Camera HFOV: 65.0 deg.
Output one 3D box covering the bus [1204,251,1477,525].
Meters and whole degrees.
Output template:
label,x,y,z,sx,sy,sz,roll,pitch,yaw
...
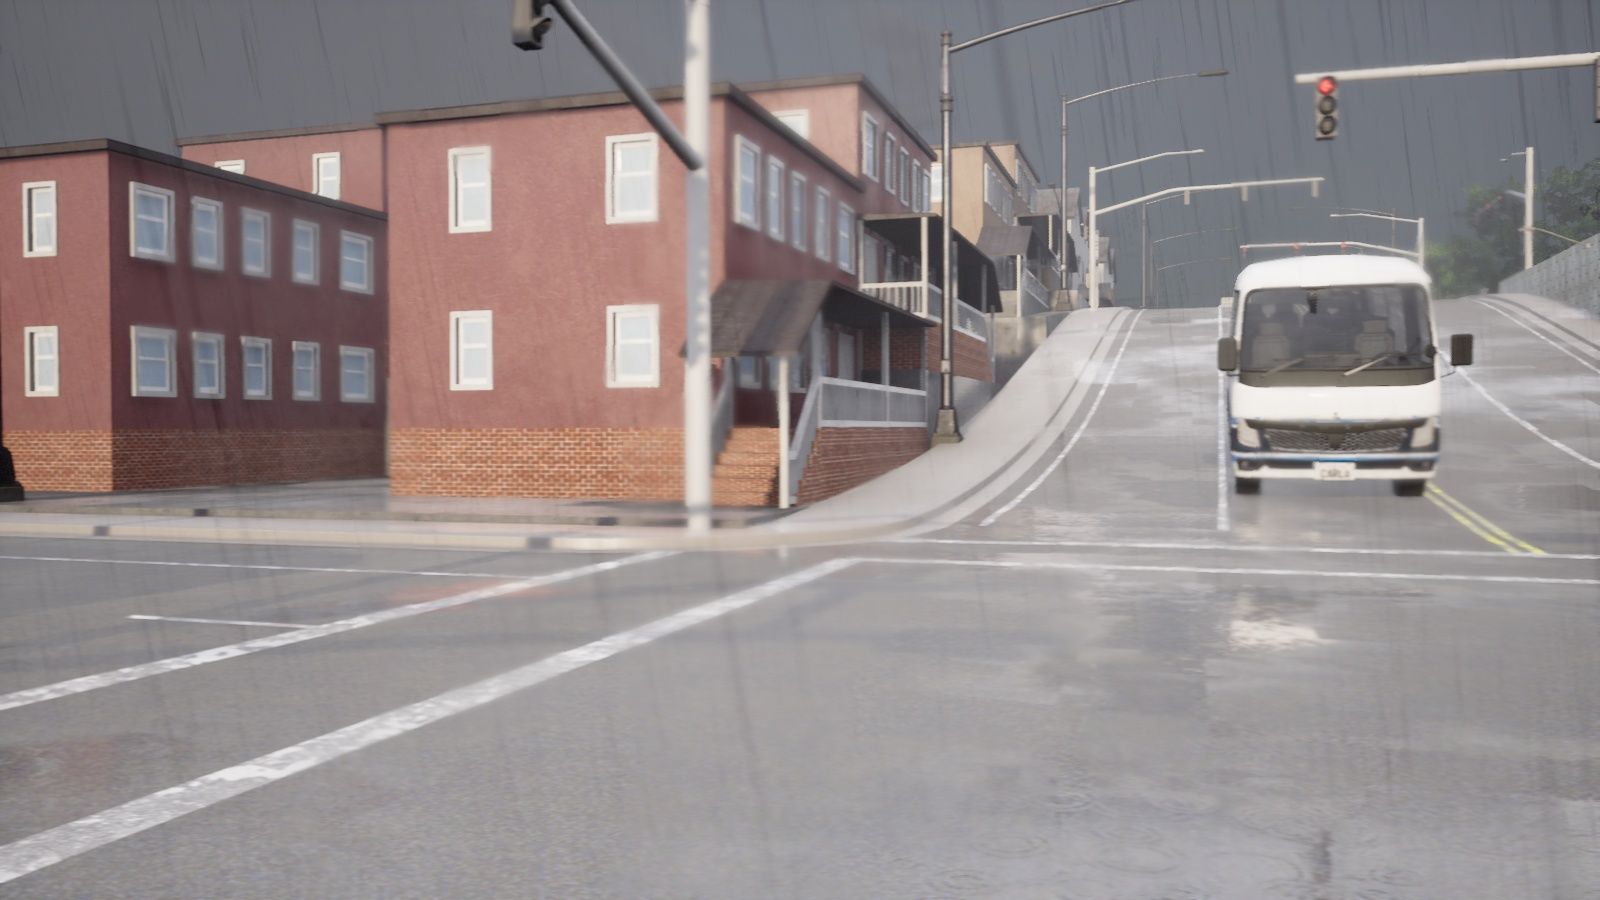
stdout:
label,x,y,z,sx,sy,sz,roll,pitch,yaw
bus,10.156,-1.572,24.915,3.944,4.253,10.273,1,7,18
